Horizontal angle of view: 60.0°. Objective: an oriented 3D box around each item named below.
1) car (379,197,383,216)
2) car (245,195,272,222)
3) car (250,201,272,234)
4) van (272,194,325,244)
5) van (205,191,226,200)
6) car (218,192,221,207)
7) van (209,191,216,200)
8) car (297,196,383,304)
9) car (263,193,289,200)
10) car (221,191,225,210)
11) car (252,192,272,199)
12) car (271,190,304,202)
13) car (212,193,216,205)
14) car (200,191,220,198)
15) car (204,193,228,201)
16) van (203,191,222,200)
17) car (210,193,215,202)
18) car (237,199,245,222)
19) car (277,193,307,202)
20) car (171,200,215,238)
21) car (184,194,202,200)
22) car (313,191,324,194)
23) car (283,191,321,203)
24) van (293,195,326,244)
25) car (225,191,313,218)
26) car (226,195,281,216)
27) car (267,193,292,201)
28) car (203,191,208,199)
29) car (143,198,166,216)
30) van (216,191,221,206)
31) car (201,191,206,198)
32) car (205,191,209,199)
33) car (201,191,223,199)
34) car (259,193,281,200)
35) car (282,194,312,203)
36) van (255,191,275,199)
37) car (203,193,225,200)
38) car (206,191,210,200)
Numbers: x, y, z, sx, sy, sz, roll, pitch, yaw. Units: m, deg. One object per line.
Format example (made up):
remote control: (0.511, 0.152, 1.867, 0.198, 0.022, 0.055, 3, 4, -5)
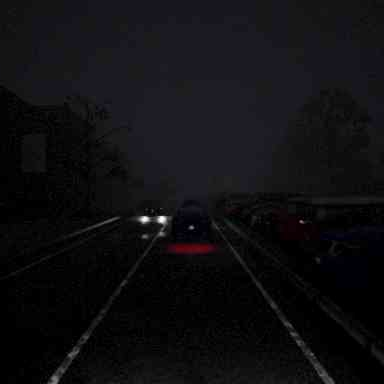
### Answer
car: (18.590, 1.230, 27.657, 4.892, 1.521, 2.231, 0, 0, 0)
car: (5.599, 1.241, 18.780, 4.553, 1.767, 2.185, 0, 0, 0)
car: (5.582, 1.387, 15.978, 4.892, 1.521, 2.231, 0, 0, 0)
van: (5.724, 1.177, 13.174, 4.442, 1.987, 1.878, 0, 0, 0)
van: (5.278, 0.816, 74.842, 4.442, 1.987, 1.878, 0, 0, 0)
car: (5.477, 1.130, 35.600, 4.553, 1.767, 2.185, 0, 0, 0)
van: (5.227, 0.939, 49.613, 4.442, 1.987, 1.878, 0, 0, 0)
car: (5.620, 1.190, 7.566, 5.566, 2.045, 2.435, 0, 0, 0)
car: (18.255, 0.971, 72.248, 5.008, 1.535, 2.097, 0, 0, 0)
car: (5.477, 1.060, 27.189, 5.566, 2.045, 2.435, 0, 0, 0)
car: (18.136, 0.801, 86.171, 4.553, 1.767, 2.185, 0, 0, 0)
car: (18.291, 0.750, 63.894, 5.566, 2.045, 2.435, 0, 0, 0)
car: (5.401, 1.219, 41.206, 5.008, 1.535, 2.097, 0, 0, 0)
car: (5.068, 0.753, 94.463, 5.566, 2.045, 2.435, 0, 0, 0)
car: (5.177, 1.051, 72.038, 5.008, 1.535, 2.097, 0, 0, 0)
van: (5.007, 0.798, 80.447, 4.442, 1.987, 1.878, 0, 0, 0)
car: (5.336, 1.212, 46.813, 4.792, 1.488, 2.163, 0, 0, 0)
car: (5.546, 1.389, 21.585, 4.674, 1.452, 2.002, 0, 0, 0)
car: (18.336, 1.015, 61.108, 5.008, 1.535, 2.097, 0, 0, 0)
car: (-0.028, 1.406, 17.275, 1.882, 1.535, 5.008, 0, 0, 0)
car: (-0.132, 1.305, 38.118, 1.837, 1.490, 4.892, 0, 0, 0)
car: (18.371, 0.812, 52.877, 5.566, 2.045, 2.435, 0, 0, 0)
car: (18.351, 0.794, 55.538, 5.566, 2.045, 2.435, 0, 0, 0)
van: (5.745, 1.196, 10.371, 4.442, 1.987, 1.878, 0, 0, 0)
car: (5.498, 1.079, 24.386, 5.566, 2.045, 2.435, 0, 0, 0)
car: (5.455, 1.168, 29.993, 4.553, 1.767, 2.185, 0, 0, 0)
car: (18.252, 1.010, 69.463, 4.792, 1.488, 2.163, 0, 0, 0)
car: (5.219, 1.072, 66.427, 4.892, 1.521, 2.231, 0, 0, 0)
car: (-3.432, 1.369, 31.105, 1.837, 1.490, 4.892, 0, 0, 0)
van: (5.308, 1.013, 38.401, 4.442, 1.987, 1.878, 0, 0, 0)
car: (5.230, 0.810, 69.234, 5.566, 2.045, 2.435, 0, 0, 0)
car: (5.279, 1.110, 58.022, 5.008, 1.535, 2.097, 0, 0, 0)
car: (5.116, 0.757, 86.053, 5.566, 2.045, 2.435, 0, 0, 0)
car: (18.220, 0.992, 77.819, 4.674, 1.452, 2.002, 0, 0, 0)
car: (18.358, 1.068, 58.448, 4.674, 1.452, 2.002, 0, 0, 0)
van: (18.300, 0.706, 83.391, 4.442, 1.987, 1.878, 0, 0, 0)
car: (5.137, 1.034, 77.644, 4.892, 1.521, 2.231, 0, 0, 0)
car: (5.490, 1.123, 55.223, 5.366, 1.575, 1.946, 0, 0, 0)
